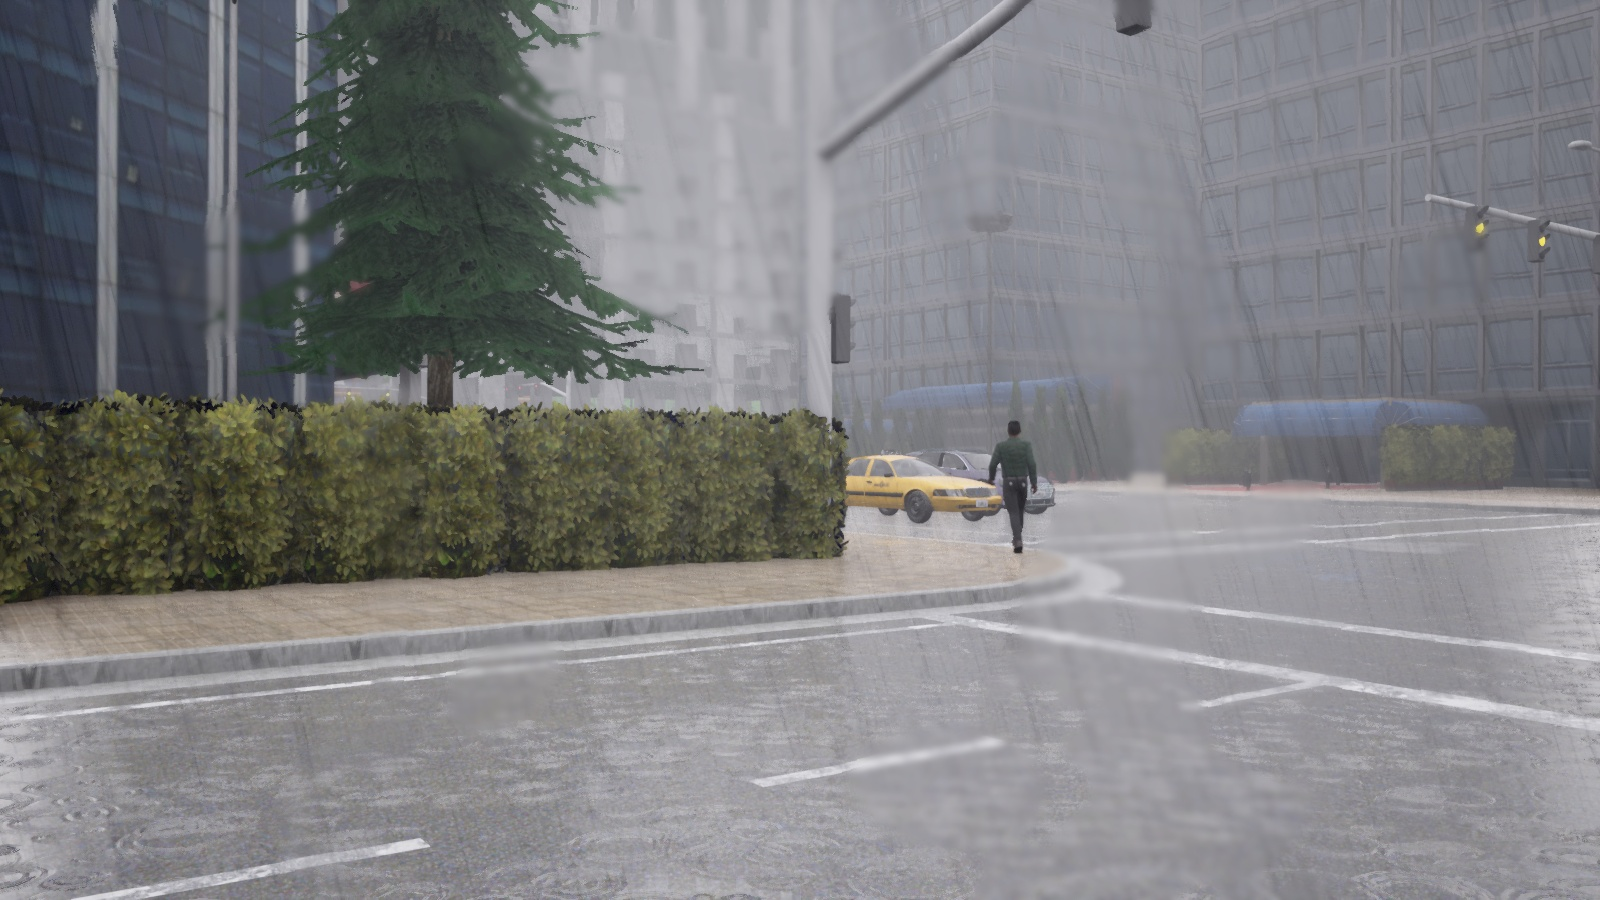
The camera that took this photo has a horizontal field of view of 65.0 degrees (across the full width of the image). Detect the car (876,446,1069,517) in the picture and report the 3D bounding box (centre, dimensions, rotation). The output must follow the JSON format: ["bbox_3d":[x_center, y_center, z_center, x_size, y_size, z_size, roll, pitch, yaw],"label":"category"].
[{"bbox_3d":[4.245,0.743,31.635,2.033,1.649,4.856,0,0,-35],"label":"car"}]

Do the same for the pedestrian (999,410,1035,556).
[{"bbox_3d":[2.958,0.438,17.119,0.423,1.949,0.788,0,0,6],"label":"pedestrian"}]

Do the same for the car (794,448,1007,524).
[{"bbox_3d":[2.141,0.749,28.553,1.801,1.575,5.366,0,0,-35],"label":"car"}]
